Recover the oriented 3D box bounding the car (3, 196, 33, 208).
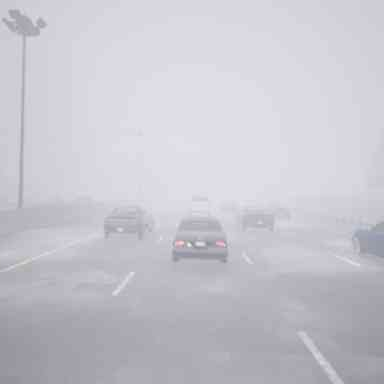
[{"bbox_3d":[-20.210,1.182,40.074,1.812,1.442,4.674,1,0,1],"label":"car"}]

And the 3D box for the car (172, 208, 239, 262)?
[{"bbox_3d":[0.294,1.574,12.245,2.033,1.411,5.357,1,0,1],"label":"car"}]

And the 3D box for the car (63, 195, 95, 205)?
[{"bbox_3d":[-13.209,1.191,39.955,2.097,1.767,4.553,1,0,1],"label":"car"}]

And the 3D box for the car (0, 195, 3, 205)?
[{"bbox_3d":[-23.708,1.095,40.149,1.812,1.442,4.674,1,0,1],"label":"car"}]

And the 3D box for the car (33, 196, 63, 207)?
[{"bbox_3d":[-16.711,1.249,39.999,1.812,1.442,4.674,1,0,1],"label":"car"}]

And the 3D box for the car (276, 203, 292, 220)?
[{"bbox_3d":[7.688,1.744,30.537,1.812,1.442,4.674,1,0,1],"label":"car"}]

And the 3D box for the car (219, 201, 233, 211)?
[{"bbox_3d":[4.390,1.725,40.055,1.994,1.385,4.181,1,0,1],"label":"car"}]

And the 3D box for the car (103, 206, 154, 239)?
[{"bbox_3d":[-3.103,1.452,17.046,2.128,1.511,4.902,1,0,1],"label":"car"}]

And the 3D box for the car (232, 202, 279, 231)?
[{"bbox_3d":[3.997,1.601,21.709,1.882,1.535,5.008,1,0,1],"label":"car"}]

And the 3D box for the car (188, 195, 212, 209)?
[{"bbox_3d":[0.748,1.291,33.024,2.150,2.045,5.566,1,0,1],"label":"car"}]

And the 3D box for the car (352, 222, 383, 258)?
[{"bbox_3d":[7.267,1.656,11.232,1.882,1.535,5.008,1,0,1],"label":"car"}]
